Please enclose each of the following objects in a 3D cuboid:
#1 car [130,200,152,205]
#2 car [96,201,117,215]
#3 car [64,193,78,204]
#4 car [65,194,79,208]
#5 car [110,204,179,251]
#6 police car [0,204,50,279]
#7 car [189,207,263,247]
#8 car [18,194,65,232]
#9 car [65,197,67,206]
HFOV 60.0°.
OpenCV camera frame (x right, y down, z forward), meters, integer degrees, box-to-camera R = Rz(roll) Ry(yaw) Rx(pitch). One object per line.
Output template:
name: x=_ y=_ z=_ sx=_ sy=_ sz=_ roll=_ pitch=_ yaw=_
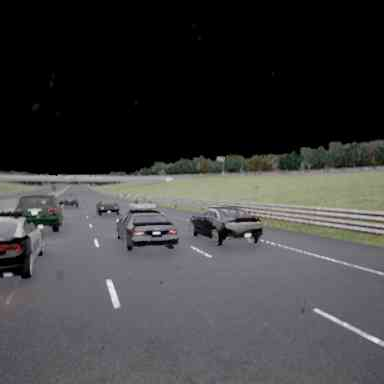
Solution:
car: x=-5.073 y=1.451 z=33.684 sx=1.895 sy=1.301 sz=4.718 roll=0 pitch=0 yaw=-19
car: x=-8.127 y=1.463 z=31.796 sx=1.895 sy=1.301 sz=4.718 roll=0 pitch=0 yaw=-19
car: x=-20.561 y=1.127 z=56.732 sx=2.097 sy=1.767 sz=4.553 roll=0 pitch=0 yaw=-19
car: x=-16.459 y=1.182 z=45.015 sx=2.097 sy=1.767 sz=4.553 roll=0 pitch=0 yaw=-19
car: x=-2.049 y=1.476 z=13.989 sx=2.033 sy=1.411 sz=5.357 roll=0 pitch=0 yaw=-19
police car: x=-5.510 y=1.379 z=9.715 sx=1.930 sy=1.638 sz=5.238 roll=0 pitch=0 yaw=-19
car: x=1.337 y=1.411 z=14.899 sx=2.128 sy=1.511 sz=4.902 roll=0 pitch=0 yaw=-19
car: x=-8.703 y=1.137 z=19.115 sx=2.150 sy=2.045 sz=5.566 roll=0 pitch=0 yaw=-19
car: x=-10.633 y=1.371 z=24.772 sx=1.882 sy=1.535 sz=5.008 roll=0 pitch=0 yaw=-19
